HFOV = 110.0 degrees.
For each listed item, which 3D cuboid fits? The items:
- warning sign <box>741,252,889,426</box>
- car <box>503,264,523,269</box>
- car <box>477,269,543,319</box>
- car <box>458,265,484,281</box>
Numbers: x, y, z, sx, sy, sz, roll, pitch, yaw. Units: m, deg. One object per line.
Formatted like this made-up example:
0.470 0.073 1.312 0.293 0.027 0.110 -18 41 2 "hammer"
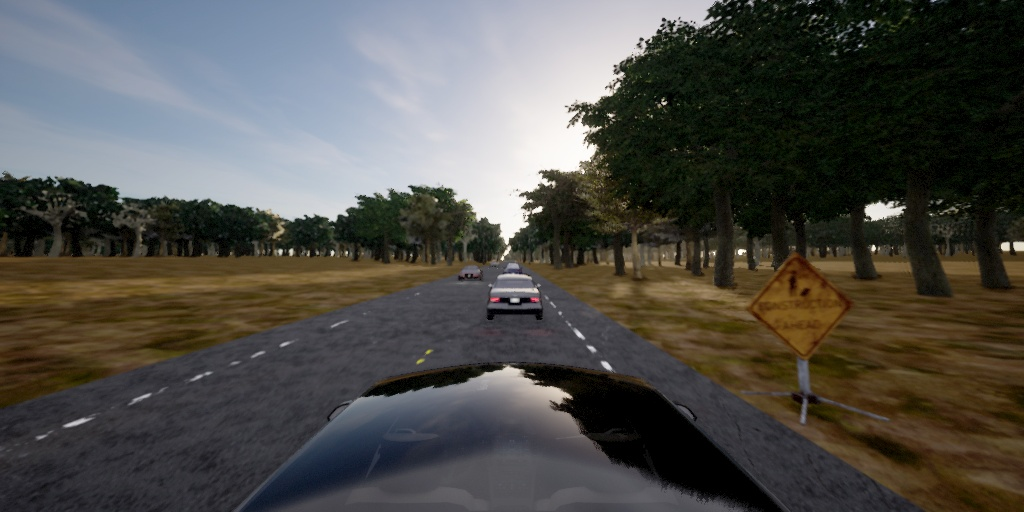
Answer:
3.549 0.883 4.325 1.300 1.860 1.060 0 0 0 "warning sign"
0.093 1.494 35.032 1.812 1.442 4.674 0 0 0 "car"
0.091 1.372 13.073 2.033 1.411 5.357 0 0 0 "car"
-3.603 1.512 32.048 1.994 1.385 4.181 0 0 0 "car"
